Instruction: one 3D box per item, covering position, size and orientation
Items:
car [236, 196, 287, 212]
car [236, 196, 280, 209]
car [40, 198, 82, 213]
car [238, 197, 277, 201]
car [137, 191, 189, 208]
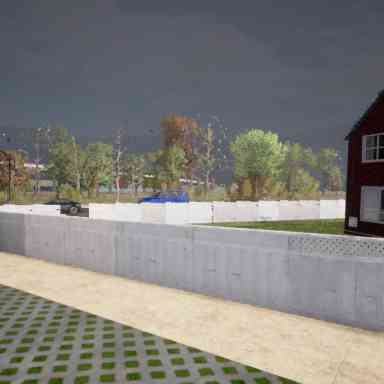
[{"bbox_3d":[7.314,1.217,35.034,5.008,1.535,1.882,-1,2,-19],"label":"car"},{"bbox_3d":[7.683,1.217,38.784,4.718,1.301,1.895,0,2,-19],"label":"car"},{"bbox_3d":[-12.812,1.323,31.924,4.181,1.385,1.994,0,2,-18],"label":"car"},{"bbox_3d":[7.273,1.334,31.594,5.008,1.535,1.882,0,2,-19],"label":"car"},{"bbox_3d":[-2.998,0.907,35.205,5.566,2.045,2.150,0,2,-19],"label":"car"}]
